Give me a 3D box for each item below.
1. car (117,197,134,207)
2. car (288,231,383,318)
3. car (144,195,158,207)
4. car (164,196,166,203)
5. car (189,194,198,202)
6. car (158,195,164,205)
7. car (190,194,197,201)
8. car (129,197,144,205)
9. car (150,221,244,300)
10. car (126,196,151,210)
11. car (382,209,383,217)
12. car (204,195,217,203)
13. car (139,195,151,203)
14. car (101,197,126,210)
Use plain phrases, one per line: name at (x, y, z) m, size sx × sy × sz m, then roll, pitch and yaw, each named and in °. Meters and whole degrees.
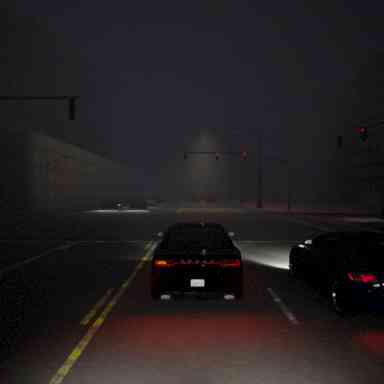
car at (-10.346, 1.533, 51.983) m, size 1.812 × 1.442 × 4.674 m, roll 0°, pitch 0°, yaw 0°
car at (3.607, 1.565, 7.453) m, size 1.994 × 1.385 × 4.181 m, roll 0°, pitch 0°, yaw 0°
car at (-6.844, 1.533, 52.027) m, size 1.812 × 1.442 × 4.674 m, roll 0°, pitch 0°, yaw 0°
car at (-6.677, 1.510, 71.448) m, size 1.837 × 1.490 × 4.892 m, roll 0°, pitch 0°, yaw 0°
car at (0.331, 1.526, 73.032) m, size 1.812 × 1.442 × 4.674 m, roll 0°, pitch 0°, yaw 0°
car at (-6.789, 1.513, 61.272) m, size 1.837 × 1.490 × 4.892 m, roll 0°, pitch 0°, yaw 1°
car at (0.377, 1.377, 83.033) m, size 1.882 × 1.535 × 5.008 m, roll 0°, pitch 0°, yaw 0°
car at (-10.281, 1.572, 61.884) m, size 1.994 × 1.385 × 4.181 m, roll 0°, pitch 0°, yaw 1°
car at (0.108, 1.479, 8.434) m, size 1.882 × 1.535 × 5.008 m, roll 0°, pitch 0°, yaw 0°
car at (-6.896, 1.570, 43.269) m, size 1.994 × 1.385 × 4.181 m, roll 0°, pitch 0°, yaw 0°
car at (18.051, 1.356, 27.110) m, size 4.553 × 1.767 × 2.097 m, roll 0°, pitch 0°, yaw 0°
car at (3.907, 1.535, 67.996) m, size 1.812 × 1.442 × 4.674 m, roll 0°, pitch 0°, yaw 0°
car at (-10.173, 1.486, 72.298) m, size 1.882 × 1.535 × 5.008 m, roll 0°, pitch 0°, yaw 0°
car at (-10.398, 1.570, 43.230) m, size 1.994 × 1.385 × 4.181 m, roll 0°, pitch 0°, yaw 0°
